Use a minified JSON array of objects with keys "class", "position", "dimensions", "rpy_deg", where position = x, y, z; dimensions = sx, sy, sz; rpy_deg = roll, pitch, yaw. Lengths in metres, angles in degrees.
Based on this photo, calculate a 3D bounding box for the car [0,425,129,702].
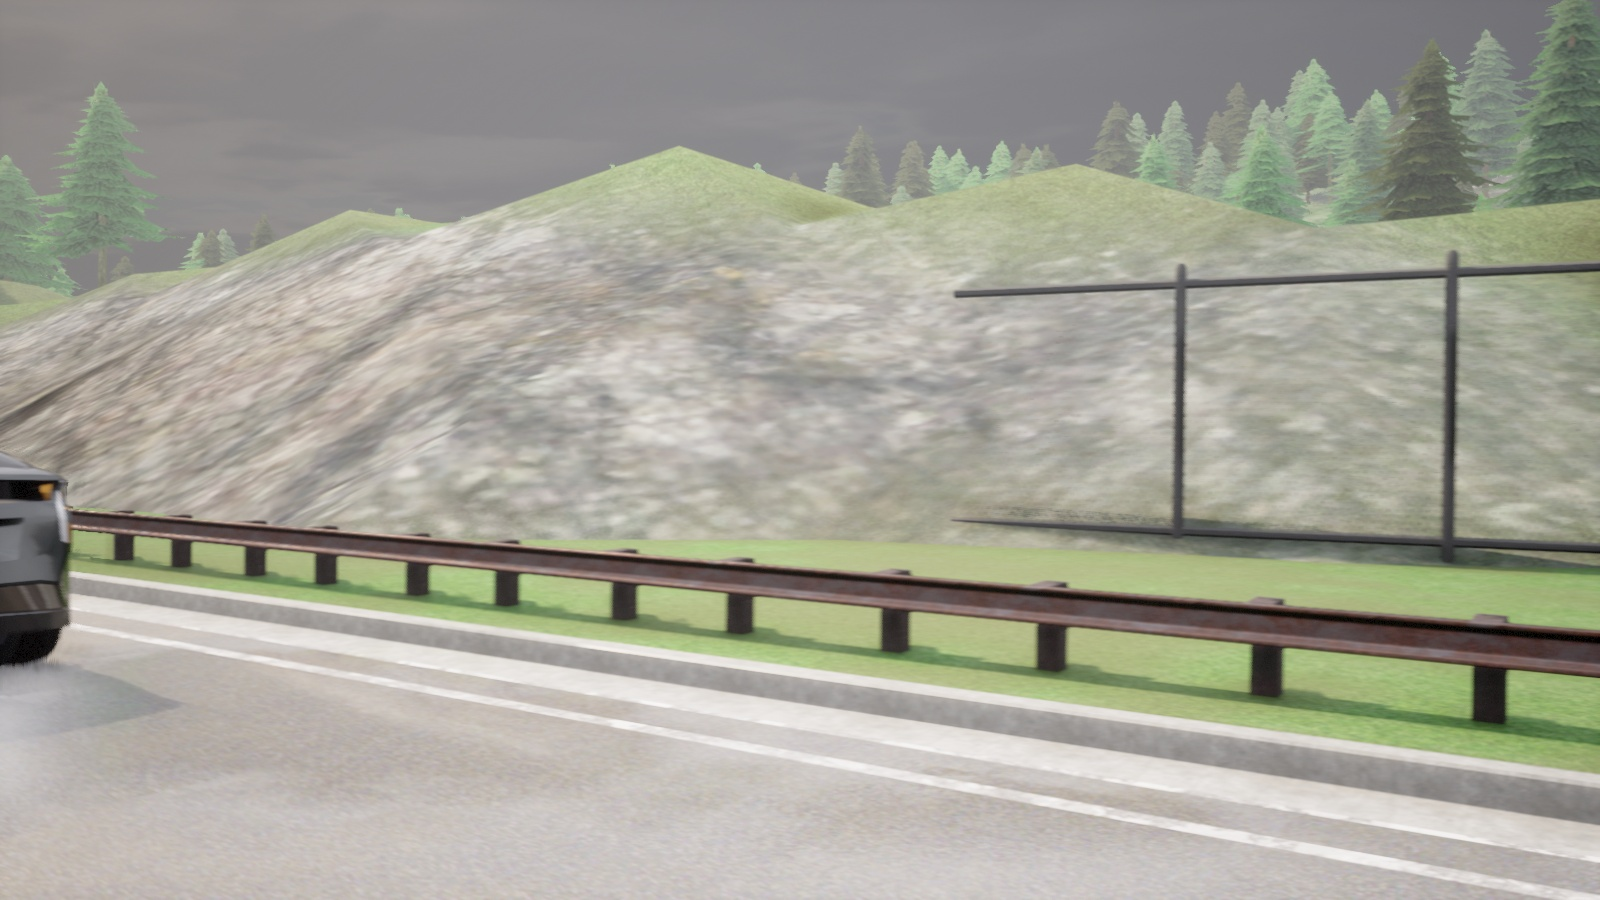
[{"class":"car","position":[-6.457,0.629,7.894],"dimensions":[4.514,1.525,2.007],"rpy_deg":[0,1,33]}]
